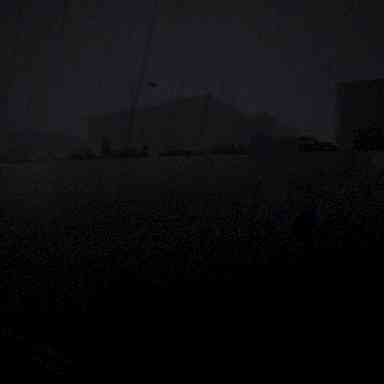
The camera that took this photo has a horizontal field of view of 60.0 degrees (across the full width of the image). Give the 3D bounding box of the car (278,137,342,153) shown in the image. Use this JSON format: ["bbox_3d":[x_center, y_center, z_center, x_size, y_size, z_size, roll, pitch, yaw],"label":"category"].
[{"bbox_3d":[8.906,-3.354,25.169,4.553,1.767,2.185,1,1,26],"label":"car"}]

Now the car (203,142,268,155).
[{"bbox_3d":[3.828,-3.347,27.618,4.892,1.521,2.231,1,1,27],"label":"car"}]

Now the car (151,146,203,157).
[{"bbox_3d":[-1.001,-3.405,30.081,4.674,1.452,2.002,1,1,28],"label":"car"}]

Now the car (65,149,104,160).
[{"bbox_3d":[-10.852,-3.769,35.500,4.553,1.767,2.185,1,1,31],"label":"car"}]

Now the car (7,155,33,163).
[{"bbox_3d":[-20.312,-3.799,41.255,4.674,1.452,2.002,1,1,33],"label":"car"}]

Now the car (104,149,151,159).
[{"bbox_3d":[-5.862,-3.512,32.694,4.792,1.488,2.163,1,1,29],"label":"car"}]

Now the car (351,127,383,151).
[{"bbox_3d":[14.004,-3.338,22.825,5.566,2.045,2.435,2,1,25],"label":"car"}]

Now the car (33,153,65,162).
[{"bbox_3d":[-15.603,-3.741,38.321,5.008,1.535,2.097,1,1,32],"label":"car"}]

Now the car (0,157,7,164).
[{"bbox_3d":[-24.956,-3.932,44.289,4.892,1.521,2.231,1,1,34],"label":"car"}]
